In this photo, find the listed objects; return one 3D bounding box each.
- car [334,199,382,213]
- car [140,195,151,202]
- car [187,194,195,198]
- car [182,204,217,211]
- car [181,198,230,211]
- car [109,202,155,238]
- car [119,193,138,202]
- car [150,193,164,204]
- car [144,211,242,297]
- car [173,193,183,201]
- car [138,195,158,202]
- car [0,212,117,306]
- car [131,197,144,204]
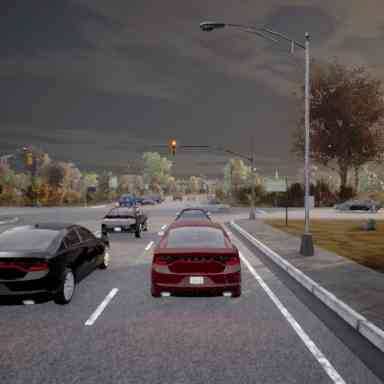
[{"bbox_3d":[18.283,1.489,36.741,4.902,1.511,2.128,0,0,3],"label":"car"},{"bbox_3d":[-10.684,1.500,75.904,1.837,1.490,4.892,0,0,0],"label":"car"},{"bbox_3d":[-0.204,1.348,85.809,2.097,1.767,4.553,0,0,0],"label":"car"},{"bbox_3d":[0.061,1.564,17.605,1.994,1.385,4.181,0,0,0],"label":"car"},{"bbox_3d":[1.591,1.601,36.000,4.718,1.301,1.895,0,0,-17],"label":"car"},{"bbox_3d":[-3.434,1.491,17.628,2.128,1.511,4.902,0,0,-1],"label":"car"},{"bbox_3d":[-10.685,1.221,55.856,2.150,2.045,5.566,0,0,2],"label":"car"},{"bbox_3d":[-7.197,1.221,64.551,2.150,2.045,5.566,0,0,1],"label":"car"},{"bbox_3d":[0.081,1.478,8.616,1.882,1.535,5.008,0,0,0],"label":"car"},{"bbox_3d":[-3.703,1.217,85.445,2.150,2.045,5.566,0,0,0],"label":"car"},{"bbox_3d":[-7.223,1.564,55.437,1.994,1.385,4.181,0,0,-1],"label":"car"},{"bbox_3d":[-3.417,1.478,8.141,1.882,1.535,5.008,0,0,0],"label":"car"},{"bbox_3d":[-10.686,1.601,65.623,1.895,1.301,4.718,0,0,0],"label":"car"}]
